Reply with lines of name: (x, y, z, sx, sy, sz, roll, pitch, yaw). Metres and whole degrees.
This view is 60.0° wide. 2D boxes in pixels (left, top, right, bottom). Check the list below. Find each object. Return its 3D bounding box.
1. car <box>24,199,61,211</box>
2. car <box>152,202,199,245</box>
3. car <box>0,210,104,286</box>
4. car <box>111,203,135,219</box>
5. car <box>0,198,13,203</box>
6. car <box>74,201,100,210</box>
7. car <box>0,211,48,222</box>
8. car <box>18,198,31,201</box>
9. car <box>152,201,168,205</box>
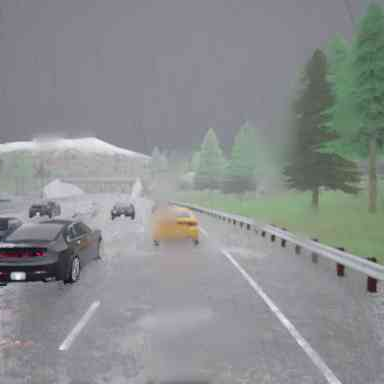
car: (-13.170, 1.562, 30.017, 1.837, 1.490, 4.892, 0, 0, -9)
car: (-0.784, 1.477, 15.678, 1.882, 1.535, 5.008, 0, 0, -5)
car: (-3.848, 1.524, 9.527, 1.837, 1.490, 4.892, 0, 1, -3)
car: (-5.881, 1.622, 28.827, 1.895, 1.301, 4.718, 0, 0, -9)
car: (-33.570, 1.740, 59.051, 1.895, 1.301, 4.718, 0, 0, -12)
car: (-9.825, 1.566, 31.141, 1.812, 1.442, 4.674, 0, 0, -9)
car: (-7.568, 1.635, 13.049, 1.895, 1.301, 4.718, 0, 0, -4)
car: (-30.243, 1.724, 60.216, 1.895, 1.301, 4.718, 0, 0, -12)
car: (-2.735, 1.568, 31.187, 1.994, 1.385, 4.181, 0, 0, -9)
